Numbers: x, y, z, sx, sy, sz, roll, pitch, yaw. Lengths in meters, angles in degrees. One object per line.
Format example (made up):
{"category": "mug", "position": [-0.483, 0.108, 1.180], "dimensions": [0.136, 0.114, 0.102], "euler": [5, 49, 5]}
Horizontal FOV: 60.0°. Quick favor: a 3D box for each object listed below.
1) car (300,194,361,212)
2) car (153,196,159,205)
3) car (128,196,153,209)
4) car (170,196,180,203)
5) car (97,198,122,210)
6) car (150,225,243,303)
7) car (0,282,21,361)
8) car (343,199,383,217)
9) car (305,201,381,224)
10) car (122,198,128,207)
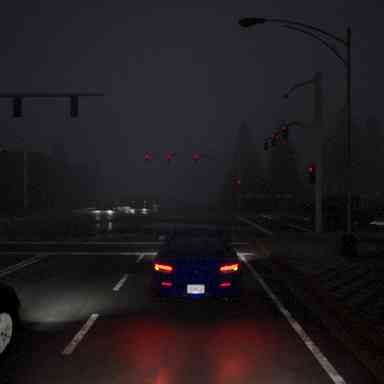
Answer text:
{"category": "car", "position": [13.063, 1.222, 31.118], "dimensions": [5.566, 2.045, 2.150], "euler": [0, 0, 0]}
{"category": "car", "position": [-7.110, 1.506, 59.879], "dimensions": [1.837, 1.490, 4.892], "euler": [0, 0, 0]}
{"category": "car", "position": [-7.147, 1.352, 46.365], "dimensions": [2.097, 1.767, 4.553], "euler": [0, 0, 0]}
{"category": "car", "position": [-3.479, 1.477, 69.609], "dimensions": [1.882, 1.535, 5.008], "euler": [0, 0, 0]}
{"category": "car", "position": [-10.643, 1.526, 42.306], "dimensions": [1.812, 1.442, 4.674], "euler": [0, 0, 0]}
{"category": "car", "position": [0.131, 1.526, 8.100], "dimensions": [1.812, 1.442, 4.674], "euler": [0, 0, 2]}
{"category": "car", "position": [-3.442, 1.505, 2.966], "dimensions": [1.837, 1.490, 4.892], "euler": [0, 0, 0]}
{"category": "car", "position": [15.885, 1.547, 27.619], "dimensions": [5.357, 1.411, 2.033], "euler": [0, 0, 0]}
{"category": "car", "position": [10.762, 1.564, 23.971], "dimensions": [4.181, 1.385, 1.994], "euler": [0, 0, 1]}
{"category": "car", "position": [-10.644, 1.601, 52.574], "dimensions": [1.895, 1.301, 4.718], "euler": [0, 0, 0]}
